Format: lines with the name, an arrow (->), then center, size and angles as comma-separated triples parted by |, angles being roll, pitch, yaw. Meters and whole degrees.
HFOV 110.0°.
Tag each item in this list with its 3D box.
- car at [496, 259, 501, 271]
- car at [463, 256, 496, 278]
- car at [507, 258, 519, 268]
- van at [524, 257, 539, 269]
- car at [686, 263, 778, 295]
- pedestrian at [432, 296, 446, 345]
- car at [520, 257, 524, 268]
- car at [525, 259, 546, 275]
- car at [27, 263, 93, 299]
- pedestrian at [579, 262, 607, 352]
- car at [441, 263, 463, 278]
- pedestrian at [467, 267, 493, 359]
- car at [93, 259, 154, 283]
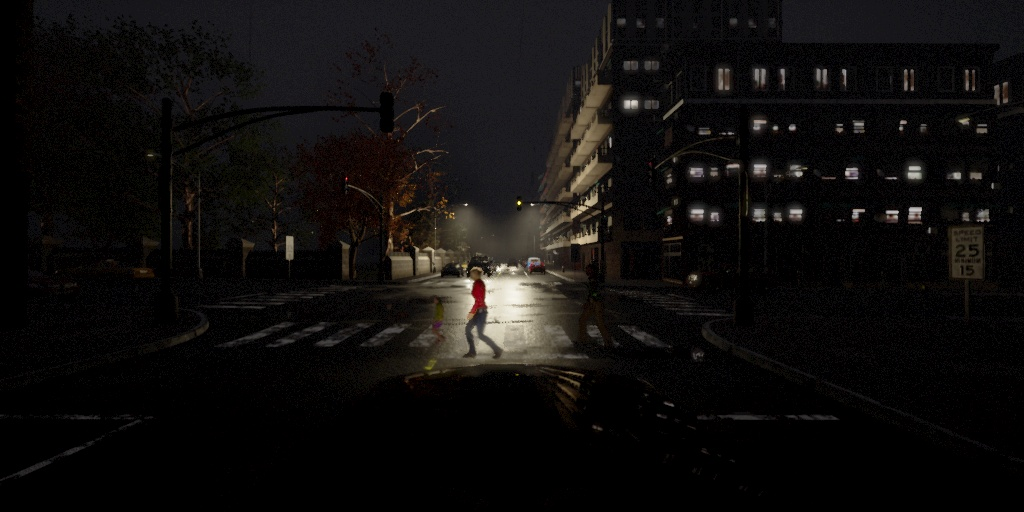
car -> -3.003, 1.325, 48.710 | 2.033, 1.411, 5.357 | 0, 0, 1
car -> -3.027, 0.985, 34.707 | 2.150, 2.045, 5.566 | 0, 0, 1
car -> 0.109, 1.302, 62.711 | 1.837, 1.490, 4.892 | 0, 0, 0
van -> 2.769, 1.115, 45.667 | 1.690, 1.789, 3.998 | 0, 0, 0
car -> 13.485, 1.352, 22.046 | 5.009, 1.841, 2.192 | 0, 0, 0
pedestrian -> -1.606, 1.424, 8.085 | 0.500, 1.100, 0.500 | 0, 0, 0
car -> 2.789, 1.228, 56.927 | 1.967, 1.591, 4.097 | 0, 0, 0
car -> 2.759, 1.313, 40.036 | 1.888, 1.381, 4.507 | 0, 0, 0
car -> -18.942, 1.007, 13.414 | 4.207, 1.307, 1.802 | 0, 0, 0
pedestrian -> 1.685, 1.044, 7.480 | 0.375, 1.860, 0.375 | 0, 0, 0
car -> -5.632, 1.329, 34.421 | 1.948, 1.339, 4.313 | 0, 0, 0
pedestrian -> -0.611, 1.044, 6.883 | 0.375, 1.860, 0.375 | 0, 0, 0
car -> -24.708, 0.882, 21.750 | 4.829, 1.417, 1.751 | 0, 0, 0
